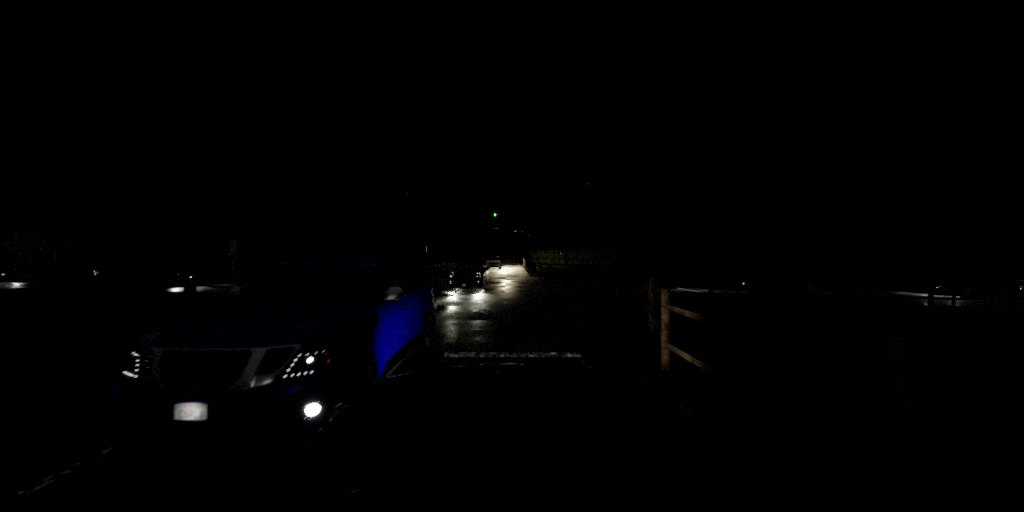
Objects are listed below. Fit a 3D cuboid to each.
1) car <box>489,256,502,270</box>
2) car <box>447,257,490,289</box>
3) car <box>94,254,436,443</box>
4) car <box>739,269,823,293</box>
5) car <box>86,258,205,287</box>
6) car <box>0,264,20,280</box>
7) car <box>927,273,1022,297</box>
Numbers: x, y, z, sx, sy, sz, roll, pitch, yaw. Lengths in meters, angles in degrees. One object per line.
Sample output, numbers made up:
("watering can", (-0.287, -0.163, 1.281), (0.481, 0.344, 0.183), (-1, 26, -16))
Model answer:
("car", (-2.683, 1.044, 52.757), (2.150, 2.045, 5.566), (0, 0, 0))
("car", (-2.748, 1.097, 22.874), (2.097, 1.767, 4.553), (1, 0, 0))
("car", (-2.750, 0.982, 5.834), (2.150, 2.045, 5.566), (0, 0, 0))
("car", (18.018, 1.638, 24.100), (4.902, 1.511, 2.128), (1, 0, 0))
("car", (-20.723, 0.904, 20.429), (4.892, 1.490, 1.837), (1, 0, 0))
("car", (-31.275, 0.734, 20.436), (4.674, 1.442, 1.812), (1, 0, 0))
("car", (30.980, 1.902, 24.089), (4.892, 1.490, 1.837), (1, 0, 0))
